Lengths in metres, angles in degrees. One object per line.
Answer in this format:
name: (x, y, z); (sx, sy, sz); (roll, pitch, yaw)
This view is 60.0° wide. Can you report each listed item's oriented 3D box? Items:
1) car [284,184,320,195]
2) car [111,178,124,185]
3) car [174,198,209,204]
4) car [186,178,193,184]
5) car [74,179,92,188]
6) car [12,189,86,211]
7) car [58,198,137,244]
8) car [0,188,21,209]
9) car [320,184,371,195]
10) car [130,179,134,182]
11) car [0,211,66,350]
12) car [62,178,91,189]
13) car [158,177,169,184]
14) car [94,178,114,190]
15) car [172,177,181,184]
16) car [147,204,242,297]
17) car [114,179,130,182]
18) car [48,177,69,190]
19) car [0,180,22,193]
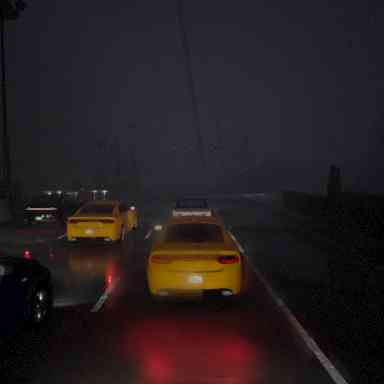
car: (13.808, -0.305, 41.407); (4.718, 1.301, 1.895); (0, 3, 2)
car: (-18.119, -2.545, 81.141); (2.128, 1.511, 4.902); (0, 3, 0)
car: (-0.023, 0.973, 17.763); (1.895, 1.301, 4.718); (0, 3, 0)
car: (-0.661, -2.835, 86.568); (2.128, 1.511, 4.902); (0, 3, 0)
car: (-21.500, -1.734, 65.829); (2.128, 1.511, 4.902); (0, 3, 0)
car: (-7.024, 0.865, 17.628); (2.128, 1.511, 4.902); (0, 3, 0)
car: (-3.495, 1.061, 13.717); (1.882, 1.535, 5.008); (0, 3, 0)
car: (-14.268, 0.678, 23.154); (1.895, 1.301, 4.718); (0, 3, 0)
car: (17.667, -0.216, 37.782); (4.902, 1.511, 2.128); (0, 3, 2)
car: (-14.613, -2.434, 80.382); (1.895, 1.301, 4.718); (0, 3, 0)
car: (-3.427, 1.313, 3.887); (2.097, 1.767, 4.553); (0, 1, 0)
car: (-17.980, -0.996, 51.961); (2.128, 1.511, 4.902); (0, 3, 0)
car: (-7.657, -2.821, 86.054); (2.128, 1.511, 4.902); (0, 3, 0)
car: (-14.459, -1.092, 53.964); (1.837, 1.490, 4.892); (0, 4, -1)
car: (-4.157, -2.871, 86.078); (1.882, 1.535, 5.008); (0, 3, 0)
car: (0.044, 1.316, 8.395); (1.882, 1.535, 5.008); (0, 2, 0)
car: (-14.516, -1.872, 67.886); (1.882, 1.535, 5.008); (0, 3, 0)
car: (-21.492, -1.399, 54.412); (2.150, 2.045, 5.566); (0, 3, 0)
car: (-17.827, -0.106, 30.618); (2.150, 2.045, 5.566); (0, 3, 0)
